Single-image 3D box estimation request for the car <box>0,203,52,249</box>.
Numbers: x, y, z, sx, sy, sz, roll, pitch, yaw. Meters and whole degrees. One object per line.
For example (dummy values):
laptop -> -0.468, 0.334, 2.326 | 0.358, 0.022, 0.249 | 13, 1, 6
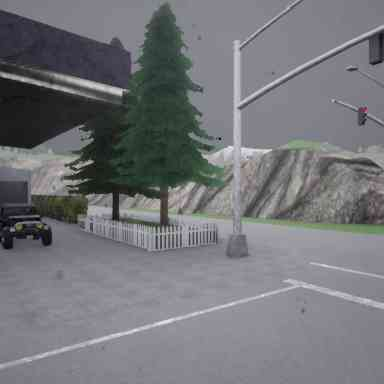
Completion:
car -> -8.053, 1.505, 15.798 | 1.905, 1.878, 3.866 | 0, 0, -37
